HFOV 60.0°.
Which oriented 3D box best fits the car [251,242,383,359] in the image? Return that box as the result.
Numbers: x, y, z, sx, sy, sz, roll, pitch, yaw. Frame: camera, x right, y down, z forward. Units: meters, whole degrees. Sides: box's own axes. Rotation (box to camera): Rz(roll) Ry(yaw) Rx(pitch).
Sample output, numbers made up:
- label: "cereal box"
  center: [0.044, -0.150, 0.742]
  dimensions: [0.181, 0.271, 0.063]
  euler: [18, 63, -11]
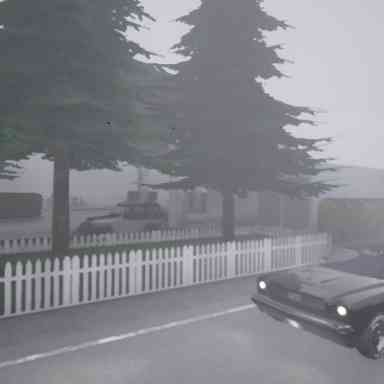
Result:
- label: "car"
  center: [3.370, 1.672, 6.152]
  dimensions: [4.718, 1.301, 1.895]
  euler: [1, 0, -33]

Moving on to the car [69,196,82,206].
- label: "car"
  center: [-17.838, 1.482, 52.083]
  dimensions: [1.970, 1.475, 3.806]
  euler: [1, 0, -34]

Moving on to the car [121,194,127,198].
- label: "car"
  center: [-11.809, 1.564, 65.432]
  dimensions: [2.007, 1.523, 4.514]
  euler: [1, 0, -34]

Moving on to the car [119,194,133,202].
- label: "car"
  center: [-16.755, 1.425, 84.374]
  dimensions: [1.932, 1.855, 4.605]
  euler: [1, 0, -34]

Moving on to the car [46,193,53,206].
- label: "car"
  center: [-20.940, 1.156, 50.750]
  dimensions: [1.905, 1.878, 3.866]
  euler: [1, 0, -34]

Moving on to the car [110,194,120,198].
- label: "car"
  center: [-18.944, 1.369, 82.421]
  dimensions: [1.905, 1.878, 3.866]
  euler: [1, 0, -34]

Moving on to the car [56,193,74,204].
- label: "car"
  center: [-22.567, 1.210, 59.120]
  dimensions: [1.932, 1.855, 4.605]
  euler: [1, 0, -34]

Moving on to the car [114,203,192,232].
- label: "car"
  center: [-2.551, 1.585, 22.147]
  dimensions: [4.611, 1.667, 2.242]
  euler: [1, 0, -34]

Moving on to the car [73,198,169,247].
- label: "car"
  center: [-3.020, 1.369, 15.031]
  dimensions: [3.866, 1.878, 1.905]
  euler: [1, 0, -34]
